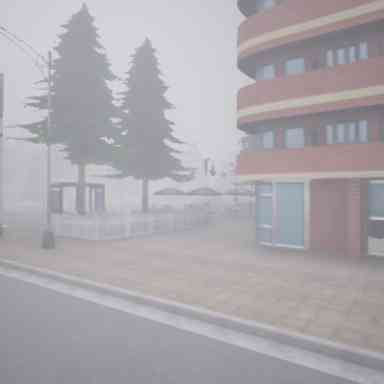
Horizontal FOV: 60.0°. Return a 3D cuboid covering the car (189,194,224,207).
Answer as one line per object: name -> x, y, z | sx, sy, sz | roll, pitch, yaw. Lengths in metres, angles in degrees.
car -> 2.449, 1.387, 55.425 | 5.566, 2.045, 2.150 | 1, -1, -33

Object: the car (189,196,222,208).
car -> 1.737, 1.620, 50.589 | 5.008, 1.535, 1.882 | 0, -1, -37
